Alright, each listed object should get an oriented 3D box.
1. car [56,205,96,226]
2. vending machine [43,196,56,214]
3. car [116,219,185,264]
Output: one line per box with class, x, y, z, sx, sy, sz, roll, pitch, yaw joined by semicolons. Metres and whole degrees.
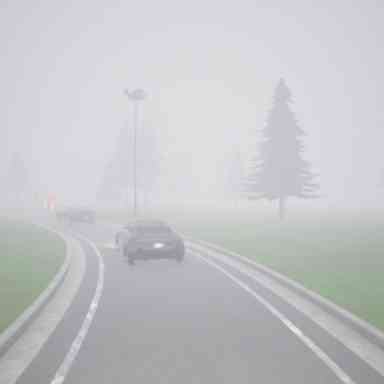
car;-9.048;1.730;25.729;1.882;1.535;5.008;0;0;-36
vending machine;-17.395;1.593;40.596;0.880;2.100;1.100;0;-1;38
car;-1.687;1.688;12.491;1.994;1.385;4.181;0;-1;-18
